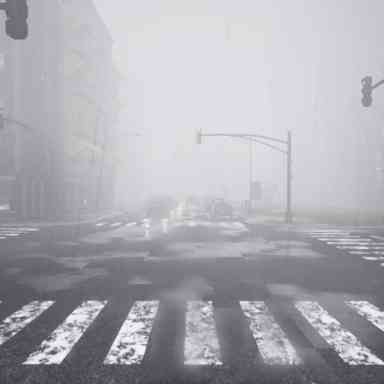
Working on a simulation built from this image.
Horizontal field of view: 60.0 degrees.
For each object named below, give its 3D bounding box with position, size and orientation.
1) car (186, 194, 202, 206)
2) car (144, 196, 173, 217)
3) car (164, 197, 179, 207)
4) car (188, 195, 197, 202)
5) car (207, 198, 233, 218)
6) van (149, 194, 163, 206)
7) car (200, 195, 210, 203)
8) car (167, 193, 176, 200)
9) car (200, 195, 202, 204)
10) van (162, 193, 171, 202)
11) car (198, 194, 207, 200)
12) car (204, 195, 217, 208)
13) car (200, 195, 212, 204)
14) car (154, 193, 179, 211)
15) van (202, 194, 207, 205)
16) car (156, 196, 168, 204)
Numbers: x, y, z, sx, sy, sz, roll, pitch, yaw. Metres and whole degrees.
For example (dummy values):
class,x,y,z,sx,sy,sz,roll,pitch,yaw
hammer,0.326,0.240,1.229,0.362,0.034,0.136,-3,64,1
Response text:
class,x,y,z,sx,sy,sz,roll,pitch,yaw
car,0.114,1.298,53.320,2.097,1.767,4.553,0,0,0
car,-3.087,1.453,31.238,1.882,1.535,5.008,0,0,0
car,-3.066,1.513,50.517,1.994,1.385,4.181,0,0,0
car,0.036,1.411,71.114,1.837,1.490,4.892,0,0,0
car,2.654,1.522,30.009,1.887,1.381,4.507,-1,0,0
van,-5.691,1.287,52.561,1.690,1.788,3.998,-1,0,0
car,2.668,1.353,69.529,1.967,1.590,4.097,-1,0,0
car,-5.681,1.173,92.085,2.192,1.841,5.009,-1,0,0
car,2.659,1.490,52.592,1.887,1.381,4.507,-1,0,0
van,-5.685,1.242,75.146,1.690,1.788,3.998,-1,0,0
car,2.703,1.313,86.467,1.967,1.590,4.097,-1,0,0
car,2.654,1.410,35.654,1.967,1.590,4.097,-1,0,0
car,2.661,1.365,63.883,1.967,1.590,4.097,-1,0,0
car,-3.080,1.315,40.552,2.097,1.767,4.553,0,0,0
van,2.655,1.295,46.946,1.690,1.788,3.998,-1,0,0
car,-5.685,1.470,63.852,1.887,1.381,4.507,-1,0,0
